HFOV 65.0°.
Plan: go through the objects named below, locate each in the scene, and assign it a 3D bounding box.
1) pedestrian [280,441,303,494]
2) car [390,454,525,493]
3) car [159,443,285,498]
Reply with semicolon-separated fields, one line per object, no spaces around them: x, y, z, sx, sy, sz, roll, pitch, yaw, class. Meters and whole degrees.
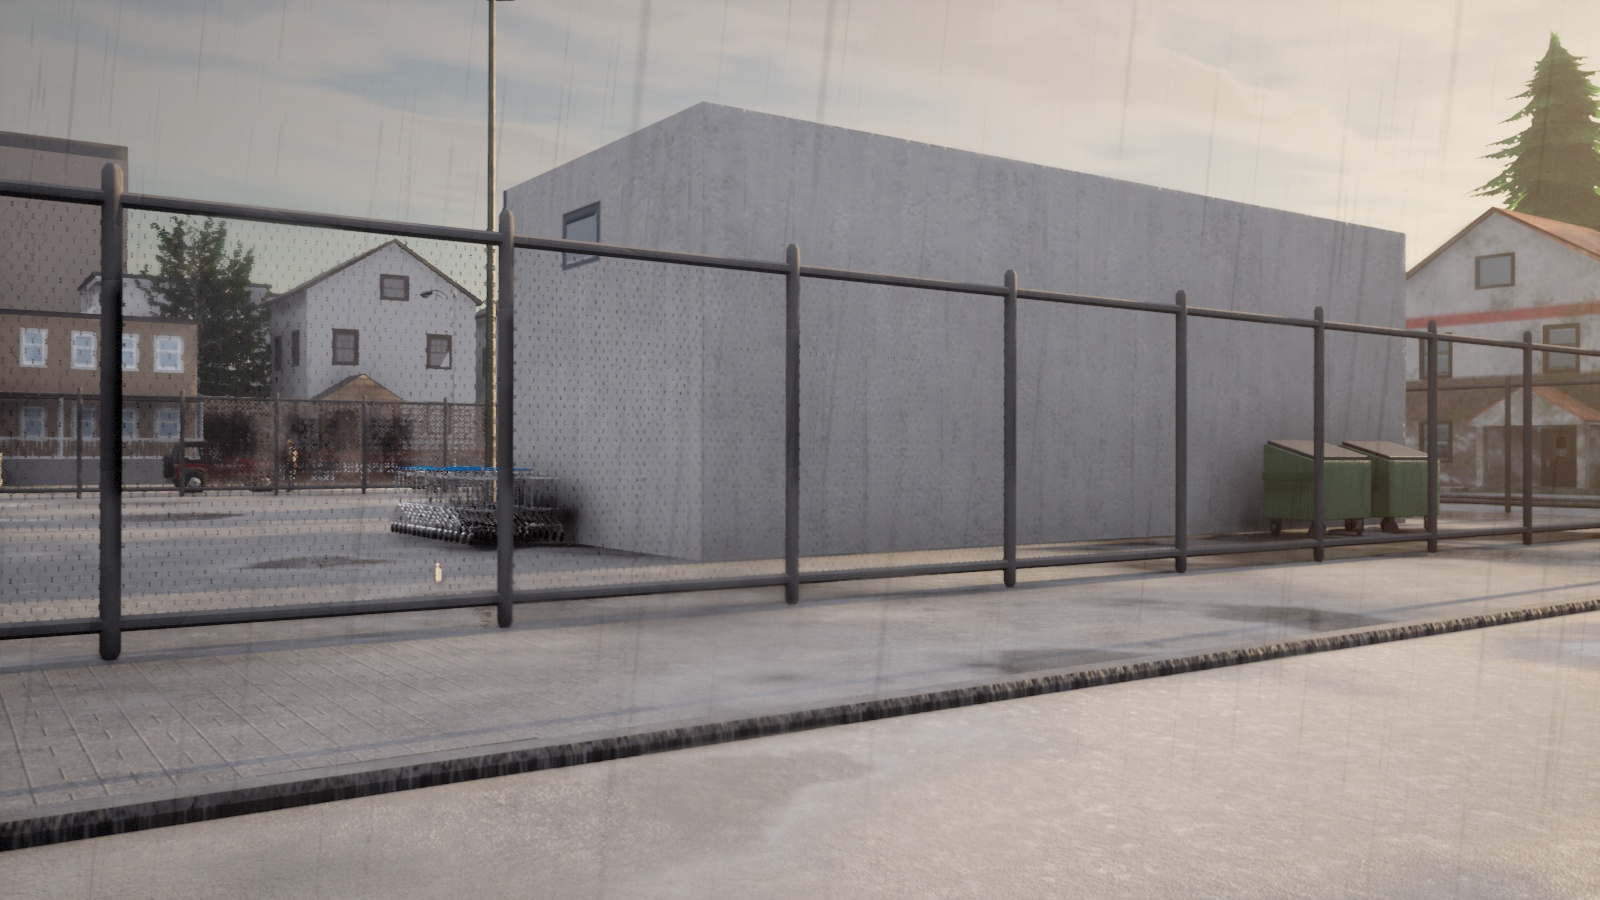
-17.736;0.600;43.788;0.706;1.836;0.354;0;0;23;pedestrian
-13.623;0.913;50.058;4.892;1.490;1.837;0;0;-33;car
-20.736;0.701;45.064;3.866;1.878;1.905;0;0;-34;car
